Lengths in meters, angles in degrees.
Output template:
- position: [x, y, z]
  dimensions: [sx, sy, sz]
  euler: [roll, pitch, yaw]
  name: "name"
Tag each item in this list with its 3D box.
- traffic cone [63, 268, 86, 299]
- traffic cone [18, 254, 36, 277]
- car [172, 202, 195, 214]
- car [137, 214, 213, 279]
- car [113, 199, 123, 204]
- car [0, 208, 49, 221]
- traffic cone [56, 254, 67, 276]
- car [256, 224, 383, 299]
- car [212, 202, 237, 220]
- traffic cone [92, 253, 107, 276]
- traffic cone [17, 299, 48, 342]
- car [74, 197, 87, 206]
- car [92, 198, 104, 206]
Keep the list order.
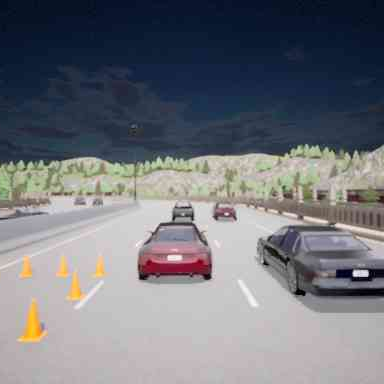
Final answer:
- position: [-2.520, 1.986, 7.214]
  dimensions: [0.340, 0.580, 0.340]
  euler: [0, 0, -1]
  name: "traffic cone"
- position: [-4.551, 2.004, 9.183]
  dimensions: [0.340, 0.580, 0.340]
  euler: [0, 0, -1]
  name: "traffic cone"
- position: [-0.742, 1.602, 28.806]
  dimensions: [2.128, 1.511, 4.902]
  euler: [0, 0, -1]
  name: "car"
- position: [-0.456, 1.596, 10.177]
  dimensions: [1.994, 1.385, 4.181]
  euler: [0, 0, -1]
  name: "car"
- position: [-14.047, 1.923, 62.975]
  dimensions: [1.895, 1.301, 4.718]
  euler: [0, 0, -13]
  name: "car"
- position: [-11.338, 1.737, 22.110]
  dimensions: [1.895, 1.301, 4.718]
  euler: [0, 0, -1]
  name: "car"
- position: [-3.551, 1.999, 9.199]
  dimensions: [0.340, 0.580, 0.340]
  euler: [0, 0, -1]
  name: "traffic cone"
- position: [3.068, 1.556, 8.636]
  dimensions: [2.033, 1.411, 5.357]
  euler: [0, 0, -1]
  name: "car"
- position: [2.756, 1.620, 29.045]
  dimensions: [1.812, 1.442, 4.674]
  euler: [0, 0, -1]
  name: "car"
- position: [-2.551, 1.994, 9.214]
  dimensions: [0.340, 0.580, 0.340]
  euler: [0, 0, -1]
  name: "traffic cone"
- position: [-2.489, 1.978, 5.215]
  dimensions: [0.340, 0.580, 0.340]
  euler: [0, 0, -1]
  name: "traffic cone"
- position: [-21.804, 1.712, 64.963]
  dimensions: [2.097, 1.767, 4.553]
  euler: [0, 0, -14]
  name: "car"
- position: [-17.443, 1.838, 61.937]
  dimensions: [1.837, 1.490, 4.892]
  euler: [0, 0, -12]
  name: "car"
